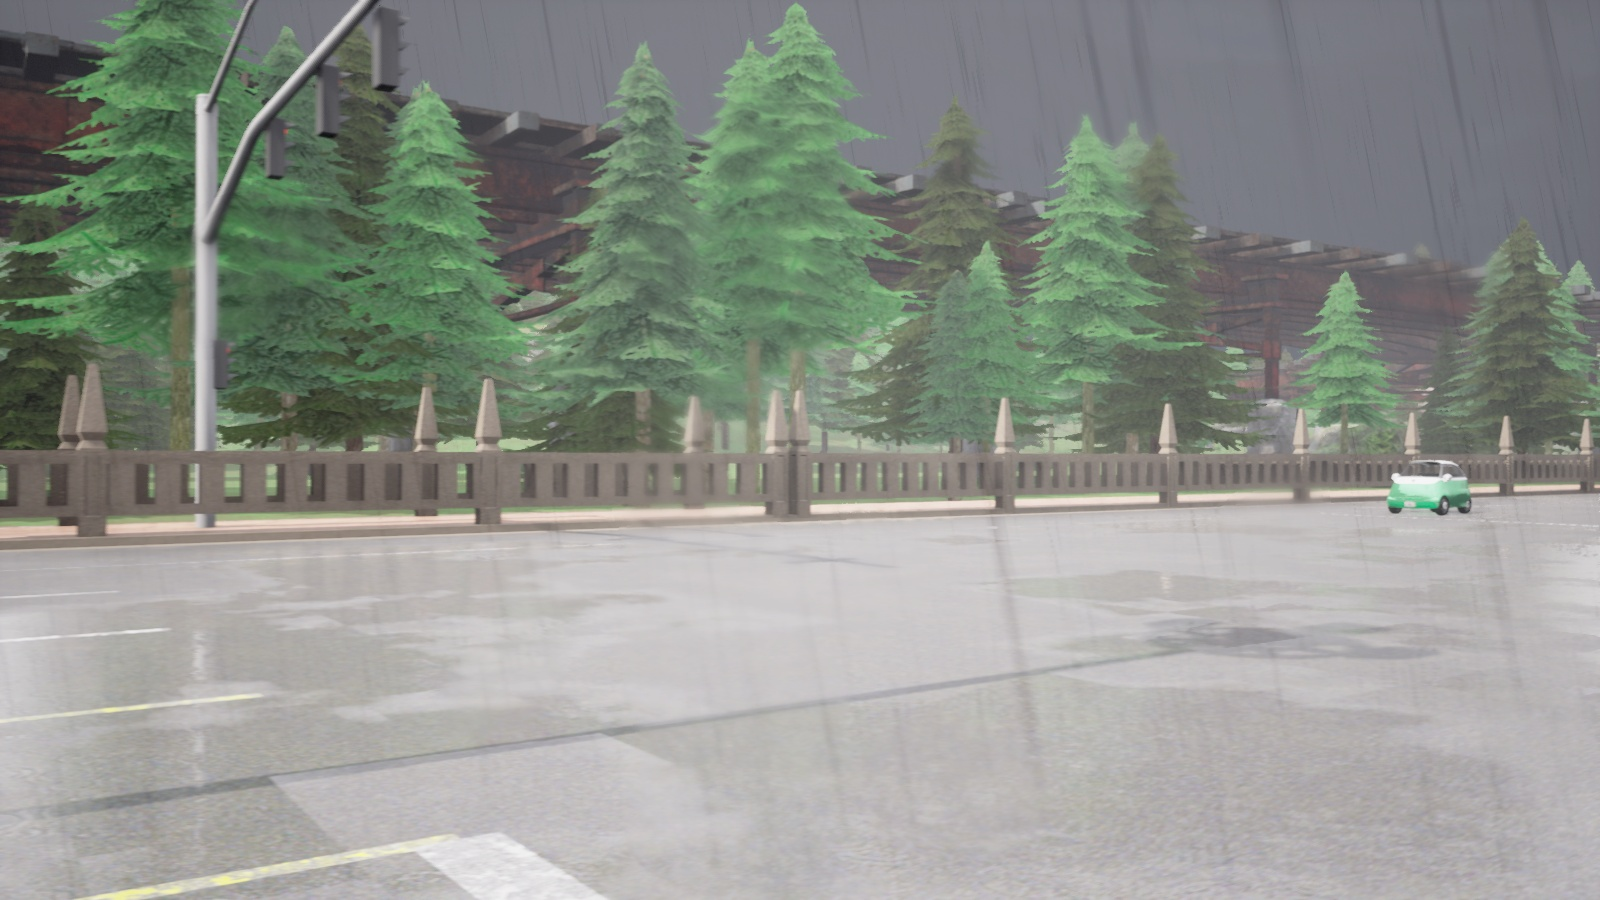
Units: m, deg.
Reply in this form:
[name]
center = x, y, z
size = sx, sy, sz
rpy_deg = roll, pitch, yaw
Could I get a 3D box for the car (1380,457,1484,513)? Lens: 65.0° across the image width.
[car]
center = 16.055, 0.861, 31.885
size = 2.207, 1.376, 1.481
rpy_deg = 0, 0, -35
